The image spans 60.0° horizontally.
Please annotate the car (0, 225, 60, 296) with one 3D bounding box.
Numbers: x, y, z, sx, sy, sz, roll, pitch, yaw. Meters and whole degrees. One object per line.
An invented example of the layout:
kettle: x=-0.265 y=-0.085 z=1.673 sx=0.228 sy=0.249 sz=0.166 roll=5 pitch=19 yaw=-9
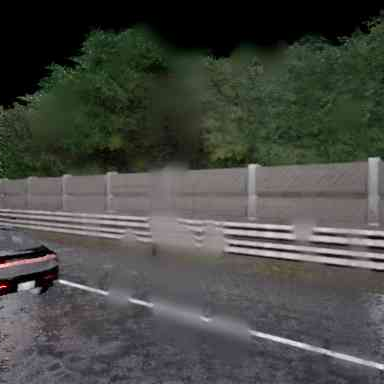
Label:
car: x=-4.967 y=1.508 z=7.522 sx=4.902 sy=1.511 sz=2.128 roll=0 pitch=0 yaw=37
